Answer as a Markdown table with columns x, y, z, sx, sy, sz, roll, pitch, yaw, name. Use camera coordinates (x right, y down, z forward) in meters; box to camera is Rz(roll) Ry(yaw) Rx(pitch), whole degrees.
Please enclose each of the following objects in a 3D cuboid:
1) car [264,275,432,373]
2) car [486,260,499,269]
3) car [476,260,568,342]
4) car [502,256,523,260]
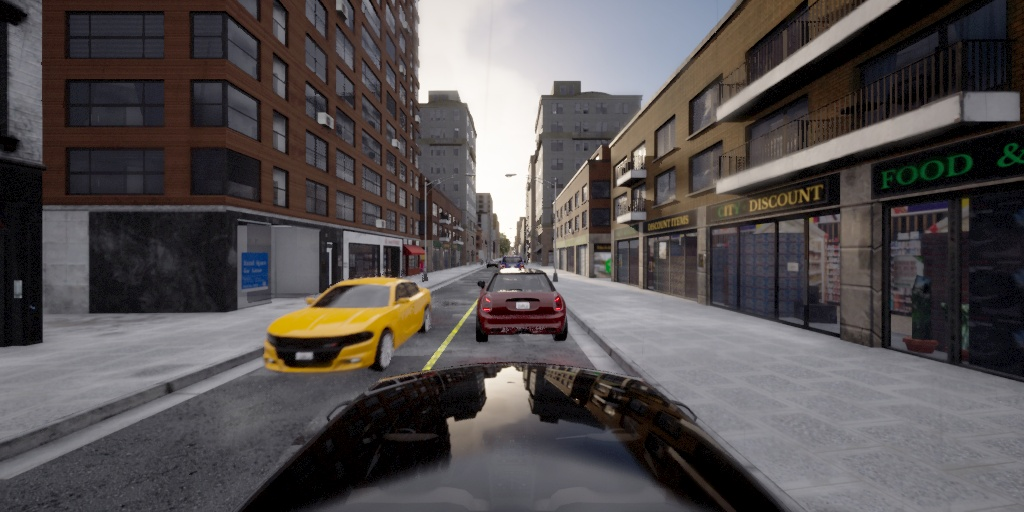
| x | y | z | sx | sy | sz | roll | pitch | yaw | name |
| --- | --- | --- | --- | --- | --- | --- | --- | --- | --- |
| -3.112 | 1.227 | 7.870 | 1.882 | 1.535 | 5.008 | 0 | 0 | 0 | car |
| -3.129 | 1.375 | 57.941 | 1.895 | 1.301 | 4.718 | 0 | 0 | 0 | car |
| 0.115 | 1.102 | 9.958 | 2.097 | 1.767 | 4.553 | 0 | 0 | -3 | car |
| 0.038 | 0.976 | 31.104 | 2.150 | 2.045 | 5.566 | 0 | 0 | 0 | car |
